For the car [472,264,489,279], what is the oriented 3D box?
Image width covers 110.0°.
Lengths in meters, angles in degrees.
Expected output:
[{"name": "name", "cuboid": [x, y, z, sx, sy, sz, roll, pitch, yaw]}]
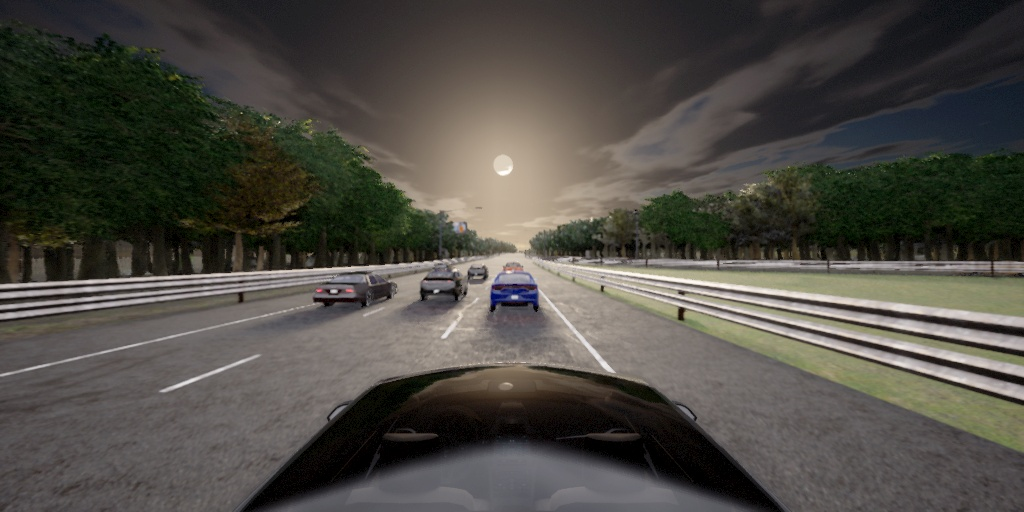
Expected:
[{"name": "car", "cuboid": [-3.397, 1.524, 36.242, 2.128, 1.511, 4.902, 0, 0, 0]}]

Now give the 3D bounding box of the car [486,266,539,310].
[{"name": "car", "cuboid": [0.098, 1.369, 15.472, 1.882, 1.535, 5.008, 0, -1, 0]}]

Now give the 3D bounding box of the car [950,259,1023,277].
[{"name": "car", "cuboid": [43.947, 1.078, 32.595, 5.366, 1.575, 1.801, 0, -1, 38]}]

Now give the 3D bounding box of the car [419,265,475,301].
[{"name": "car", "cuboid": [-3.400, 1.412, 18.564, 2.128, 1.511, 4.902, 0, -1, 0]}]

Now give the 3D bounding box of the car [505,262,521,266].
[{"name": "car", "cuboid": [0.101, 1.385, 36.021, 2.097, 1.767, 4.553, 0, 0, 0]}]

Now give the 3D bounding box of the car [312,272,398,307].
[{"name": "car", "cuboid": [-6.899, 1.447, 16.402, 2.033, 1.411, 5.357, 0, -1, 0]}]
